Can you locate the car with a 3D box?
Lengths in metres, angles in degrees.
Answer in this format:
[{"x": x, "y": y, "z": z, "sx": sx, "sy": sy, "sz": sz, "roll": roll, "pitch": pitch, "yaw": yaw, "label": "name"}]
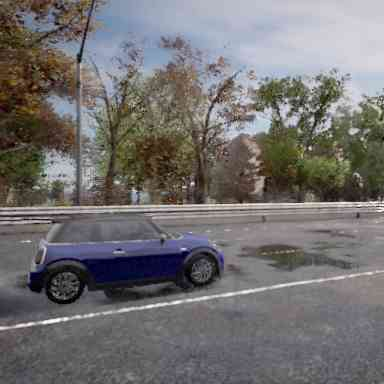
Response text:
[{"x": -1.464, "y": 1.327, "z": 8.124, "sx": 4.553, "sy": 1.767, "sz": 2.097, "roll": 0, "pitch": 0, "yaw": -25, "label": "car"}]
